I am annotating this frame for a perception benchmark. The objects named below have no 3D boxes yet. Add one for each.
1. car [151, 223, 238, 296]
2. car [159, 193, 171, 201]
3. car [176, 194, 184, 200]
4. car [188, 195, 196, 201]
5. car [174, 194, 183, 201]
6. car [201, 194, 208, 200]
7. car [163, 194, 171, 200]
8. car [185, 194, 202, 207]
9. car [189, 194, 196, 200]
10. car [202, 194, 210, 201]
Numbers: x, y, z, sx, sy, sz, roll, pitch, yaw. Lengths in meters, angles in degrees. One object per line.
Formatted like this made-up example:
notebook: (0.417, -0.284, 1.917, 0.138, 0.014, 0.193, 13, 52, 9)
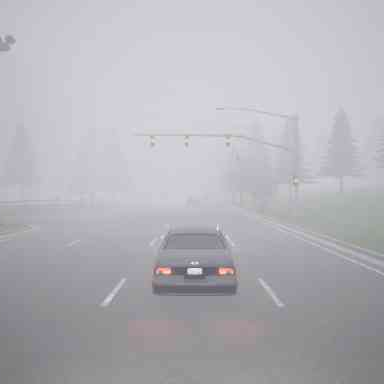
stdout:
car: (0.072, 1.547, 8.812, 2.033, 1.411, 5.357, 0, 0, 0)
car: (-6.950, 1.217, 83.528, 2.150, 2.045, 5.566, 0, 0, 0)
car: (-3.444, 1.358, 93.916, 2.128, 1.511, 4.902, 0, 0, 0)
car: (0.050, 1.531, 83.494, 2.033, 1.411, 5.357, 0, 0, 0)
car: (-3.450, 1.517, 83.913, 1.812, 1.442, 4.674, 0, 0, 0)
car: (3.556, 1.310, 93.912, 1.882, 1.535, 5.008, 0, 0, 0)
car: (-6.944, 1.385, 93.918, 1.994, 1.385, 4.181, 0, 0, 0)
car: (0.029, 1.352, 52.851, 2.097, 1.767, 4.553, 0, 0, 0)
car: (0.056, 1.310, 93.914, 1.882, 1.535, 5.008, 0, 0, 0)
car: (3.550, 1.492, 83.492, 1.837, 1.490, 4.892, 0, 0, 0)
